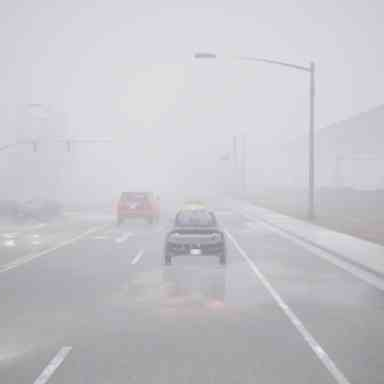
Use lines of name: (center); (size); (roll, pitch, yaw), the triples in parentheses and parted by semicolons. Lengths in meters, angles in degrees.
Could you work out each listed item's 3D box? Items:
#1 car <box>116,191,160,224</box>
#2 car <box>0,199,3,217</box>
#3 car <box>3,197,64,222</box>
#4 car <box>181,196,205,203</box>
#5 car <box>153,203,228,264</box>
car: (-3.403, 0.915, 21.783); (2.150, 2.045, 5.566); (0, 1, 0)
car: (-14.066, 1.198, 24.239); (2.033, 1.411, 5.357); (0, 1, 0)
car: (-10.571, 1.146, 23.091); (1.882, 1.535, 5.008); (0, 1, 0)
car: (0.097, 1.078, 25.921); (1.801, 1.575, 5.366); (0, 1, 0)
car: (0.098, 1.358, 11.292); (2.128, 1.511, 4.902); (0, 1, 0)
